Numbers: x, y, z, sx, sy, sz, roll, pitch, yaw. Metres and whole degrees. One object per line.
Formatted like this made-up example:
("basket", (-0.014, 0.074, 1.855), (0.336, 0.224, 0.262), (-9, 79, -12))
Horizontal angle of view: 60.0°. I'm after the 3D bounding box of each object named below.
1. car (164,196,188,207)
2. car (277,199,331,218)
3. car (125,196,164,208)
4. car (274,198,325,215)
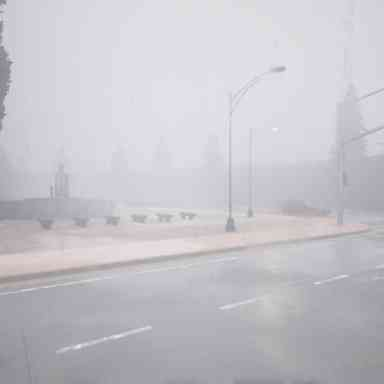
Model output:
("car", (-2.813, 1.352, 50.065), (4.553, 1.767, 2.097), (0, 0, 33))
("car", (10.403, 1.526, 30.610), (1.812, 1.442, 4.674), (0, 0, -35))
("car", (-7.258, 1.547, 48.807), (5.357, 1.411, 2.033), (0, 0, 29))
("car", (11.294, 1.501, 35.298), (1.837, 1.490, 4.892), (0, 1, -37))
